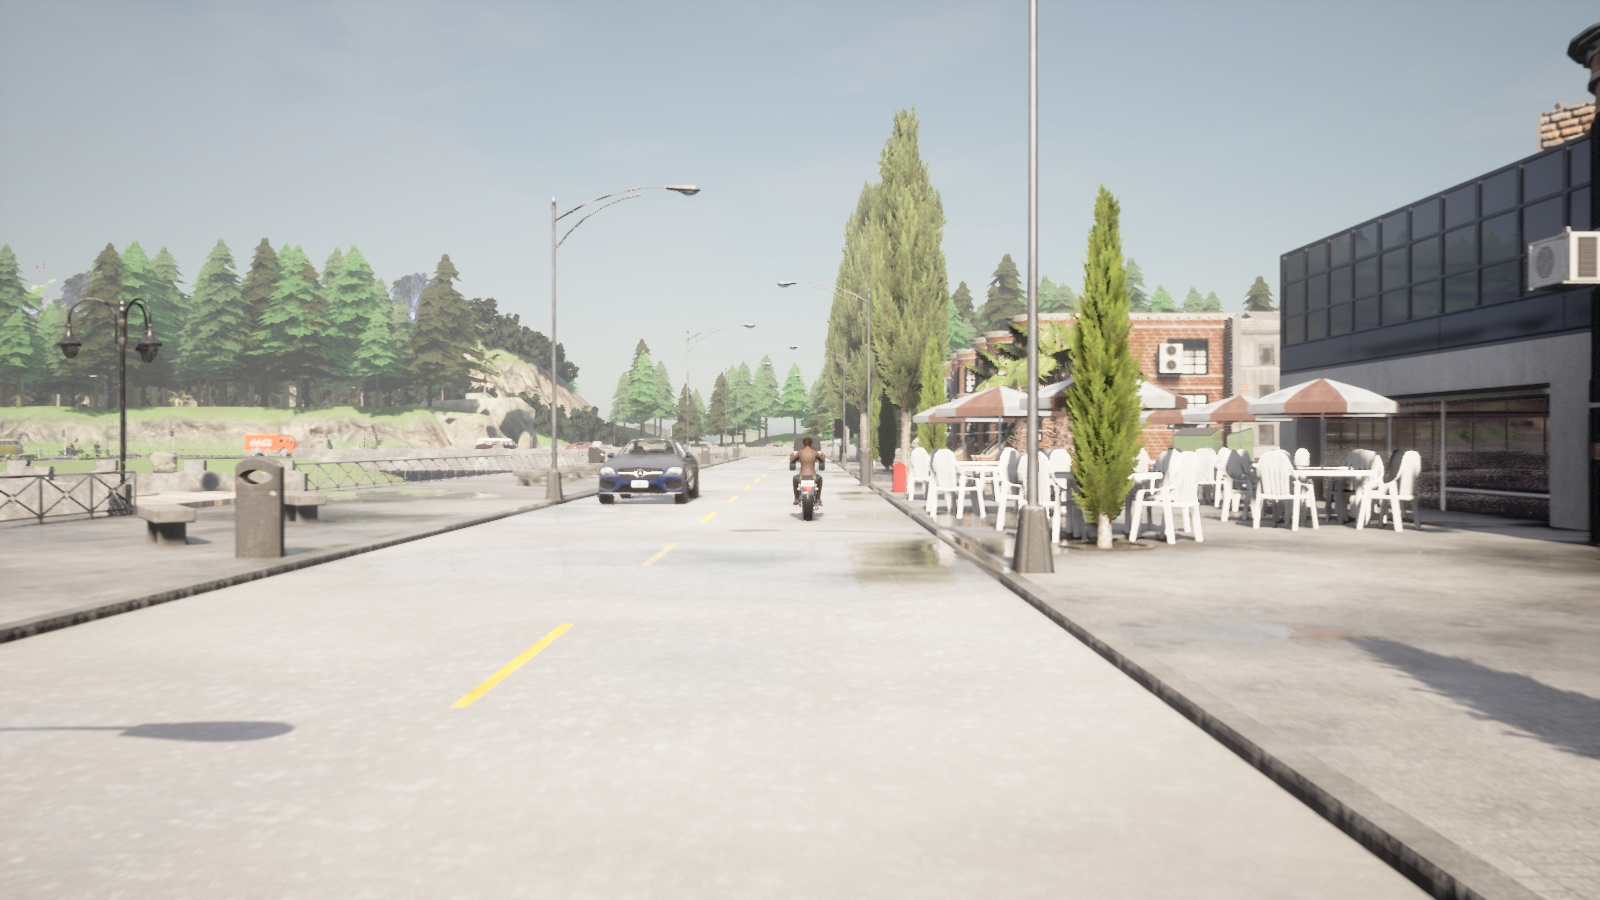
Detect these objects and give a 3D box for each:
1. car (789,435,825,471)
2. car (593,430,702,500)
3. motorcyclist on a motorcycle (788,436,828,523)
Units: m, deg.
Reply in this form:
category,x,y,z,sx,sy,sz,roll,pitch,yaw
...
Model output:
category,x,y,z,sx,sy,sz,roll,pitch,yaw
car,0.395,0.155,68.814,1.905,1.878,3.866,0,0,0
car,-3.806,0.340,32.229,2.152,1.651,5.027,0,0,0
motorcyclist on a motorcycle,0.154,0.556,25.077,0.766,1.649,2.350,0,0,0
